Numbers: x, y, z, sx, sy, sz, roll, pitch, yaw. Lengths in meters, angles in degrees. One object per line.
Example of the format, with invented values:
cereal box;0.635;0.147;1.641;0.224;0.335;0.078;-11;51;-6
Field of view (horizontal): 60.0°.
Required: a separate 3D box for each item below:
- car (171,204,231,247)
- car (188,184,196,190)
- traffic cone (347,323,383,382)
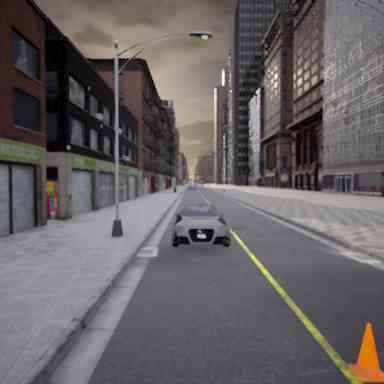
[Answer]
car;0.293;1.159;12.611;1.994;1.385;4.181;0;2;0
car;-0.052;-1.212;85.821;1.882;1.535;5.008;0;2;0
traffic cone;2.059;1.829;3.885;0.340;0.580;0.340;0;2;0
